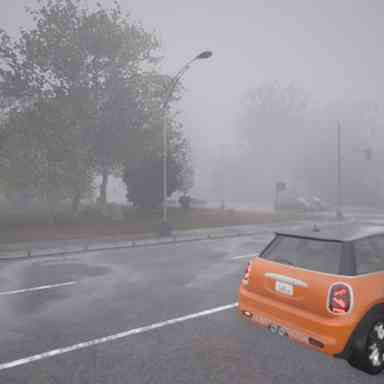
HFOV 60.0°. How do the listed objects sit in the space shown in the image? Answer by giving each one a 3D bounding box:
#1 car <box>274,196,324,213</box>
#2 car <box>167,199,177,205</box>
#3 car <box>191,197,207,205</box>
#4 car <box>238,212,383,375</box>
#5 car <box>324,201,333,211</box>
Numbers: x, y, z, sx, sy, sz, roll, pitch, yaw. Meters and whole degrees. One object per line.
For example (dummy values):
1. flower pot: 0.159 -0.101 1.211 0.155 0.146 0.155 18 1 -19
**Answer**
1. car: 10.941 1.261 34.945 2.097 1.767 4.553 0 0 -38
2. car: -4.513 1.459 54.774 2.033 1.411 5.357 0 0 -38
3. car: 0.383 1.497 54.176 1.895 1.301 4.718 0 0 -38
4. car: 3.013 1.345 5.825 4.553 1.767 2.097 0 0 -35
5. car: 13.444 1.245 37.425 2.097 1.767 4.553 0 0 -38
